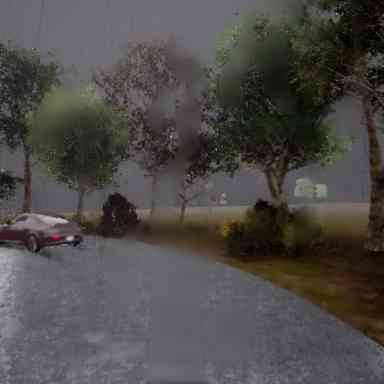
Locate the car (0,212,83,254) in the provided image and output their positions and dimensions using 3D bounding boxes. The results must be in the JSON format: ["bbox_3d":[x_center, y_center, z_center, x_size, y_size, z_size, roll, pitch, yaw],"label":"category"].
[{"bbox_3d":[-6.442,1.576,13.821,4.674,1.442,1.812,0,-1,36],"label":"car"}]
